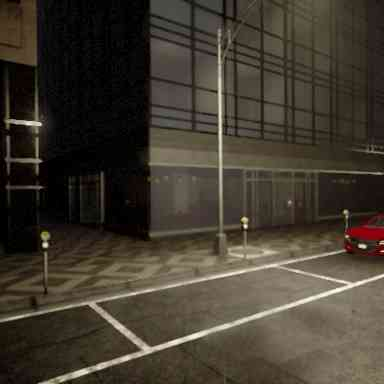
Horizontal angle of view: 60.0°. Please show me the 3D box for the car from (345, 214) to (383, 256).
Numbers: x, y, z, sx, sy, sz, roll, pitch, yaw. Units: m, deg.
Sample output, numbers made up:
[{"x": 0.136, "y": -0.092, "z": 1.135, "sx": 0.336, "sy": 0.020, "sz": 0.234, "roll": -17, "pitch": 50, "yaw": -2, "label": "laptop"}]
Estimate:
[{"x": 7.199, "y": 1.446, "z": 11.792, "sx": 4.507, "sy": 1.381, "sz": 1.887, "roll": -1, "pitch": 0, "yaw": -36, "label": "car"}]
